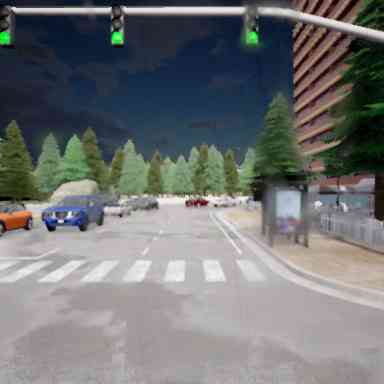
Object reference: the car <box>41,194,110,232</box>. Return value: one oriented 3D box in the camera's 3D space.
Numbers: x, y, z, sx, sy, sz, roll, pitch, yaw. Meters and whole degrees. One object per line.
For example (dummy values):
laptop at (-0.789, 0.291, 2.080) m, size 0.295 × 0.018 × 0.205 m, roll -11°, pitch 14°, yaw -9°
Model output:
car at (-7.059, 1.227, 20.702) m, size 2.150 × 2.045 × 5.566 m, roll 0°, pitch 0°, yaw 0°

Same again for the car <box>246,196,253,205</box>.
car at (11.086, 1.415, 56.124) m, size 4.902 × 1.511 × 2.128 m, roll 0°, pitch 0°, yaw -43°

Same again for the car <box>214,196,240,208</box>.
car at (4.775, 1.554, 48.142) m, size 1.895 × 1.301 × 4.718 m, roll 0°, pitch 0°, yaw 30°

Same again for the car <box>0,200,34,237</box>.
car at (-10.554, 1.374, 18.012) m, size 2.097 × 1.767 × 4.553 m, roll 0°, pitch 0°, yaw 0°

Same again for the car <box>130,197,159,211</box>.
car at (-5.596, 1.355, 40.518) m, size 2.097 × 1.767 × 4.553 m, roll 0°, pitch 0°, yaw 13°

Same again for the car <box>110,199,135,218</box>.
car at (-6.887, 1.608, 30.466) m, size 1.895 × 1.301 × 4.718 m, roll 0°, pitch 0°, yaw 3°

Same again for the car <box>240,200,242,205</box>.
car at (6.654, 1.471, 56.589) m, size 1.812 × 1.442 × 4.674 m, roll 0°, pitch 0°, yaw 44°

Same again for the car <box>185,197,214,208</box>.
car at (0.832, 1.451, 48.203) m, size 1.882 × 1.535 × 5.008 m, roll 0°, pitch 0°, yaw 30°

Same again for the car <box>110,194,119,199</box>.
car at (-9.810, 1.245, 37.018) m, size 2.150 × 2.045 × 5.566 m, roll 0°, pitch 0°, yaw 9°

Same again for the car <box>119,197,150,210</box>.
car at (-7.782, 1.507, 45.611) m, size 2.128 × 1.511 × 4.902 m, roll 0°, pitch 0°, yaw 19°

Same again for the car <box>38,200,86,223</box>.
car at (-10.429, 1.502, 27.110) m, size 1.882 × 1.535 × 5.008 m, roll 0°, pitch 0°, yaw 1°
